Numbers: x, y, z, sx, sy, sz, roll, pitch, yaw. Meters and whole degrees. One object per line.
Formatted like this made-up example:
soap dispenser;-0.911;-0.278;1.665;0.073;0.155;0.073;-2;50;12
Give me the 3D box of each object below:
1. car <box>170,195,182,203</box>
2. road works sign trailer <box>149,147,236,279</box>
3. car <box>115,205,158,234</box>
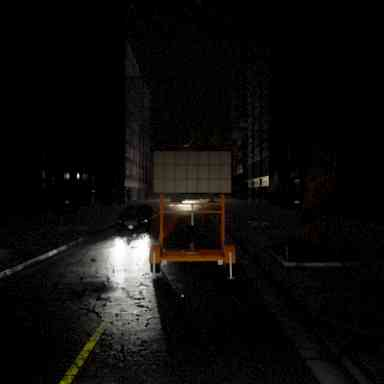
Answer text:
car;-2.931;1.350;62.139;2.097;1.767;4.553;0;0;0
road works sign trailer;0.011;0.464;10.002;2.380;3.560;2.880;0;0;0
car;-3.079;1.491;19.165;2.128;1.511;4.902;0;0;0
